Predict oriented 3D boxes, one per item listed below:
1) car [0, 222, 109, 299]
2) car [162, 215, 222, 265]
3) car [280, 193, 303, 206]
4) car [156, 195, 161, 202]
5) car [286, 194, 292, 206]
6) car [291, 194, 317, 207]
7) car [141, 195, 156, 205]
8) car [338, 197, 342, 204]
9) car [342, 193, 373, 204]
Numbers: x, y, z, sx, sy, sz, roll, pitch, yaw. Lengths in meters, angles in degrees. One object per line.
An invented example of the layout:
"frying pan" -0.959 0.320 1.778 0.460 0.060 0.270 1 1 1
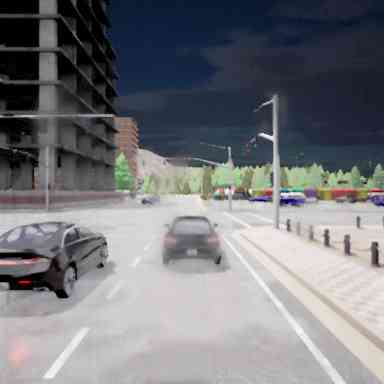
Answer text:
"car" -3.490 1.505 8.465 2.128 1.511 4.902 0 0 0
"car" -0.020 1.544 11.701 1.812 1.442 4.674 0 0 -1
"car" 20.704 1.312 66.350 4.605 1.855 1.932 0 0 0
"car" -8.197 1.468 75.654 2.097 1.767 4.553 0 0 -1
"car" 20.769 1.518 63.667 3.905 1.438 1.784 0 0 0
"car" 20.784 1.545 60.772 3.806 1.475 1.970 0 0 0
"car" -8.040 1.618 60.102 1.812 1.442 4.674 0 0 0
"car" 35.783 1.536 74.880 3.905 1.438 1.784 0 0 0
"car" 35.734 1.321 71.983 4.605 1.855 1.932 0 0 0
